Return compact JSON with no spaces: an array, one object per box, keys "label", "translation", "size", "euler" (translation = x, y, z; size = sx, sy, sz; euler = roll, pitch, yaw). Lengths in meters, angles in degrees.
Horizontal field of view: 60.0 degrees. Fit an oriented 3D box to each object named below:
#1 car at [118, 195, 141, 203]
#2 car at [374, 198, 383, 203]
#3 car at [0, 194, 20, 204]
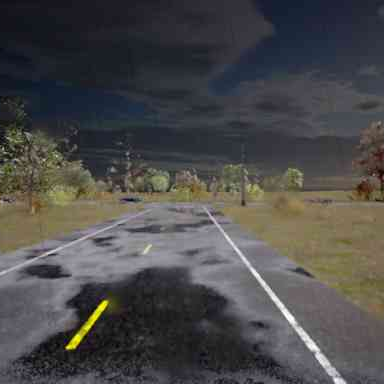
[{"label":"car","translation":[-12.878,1.295,68.452],"size":[4.553,1.767,2.097],"euler":[0,0,-2]},{"label":"car","translation":[40.961,1.720,69.964],"size":[4.718,1.301,1.895],"euler":[0,0,-2]},{"label":"car","translation":[-33.990,1.209,60.821],"size":[4.553,1.767,2.097],"euler":[0,0,-2]}]
